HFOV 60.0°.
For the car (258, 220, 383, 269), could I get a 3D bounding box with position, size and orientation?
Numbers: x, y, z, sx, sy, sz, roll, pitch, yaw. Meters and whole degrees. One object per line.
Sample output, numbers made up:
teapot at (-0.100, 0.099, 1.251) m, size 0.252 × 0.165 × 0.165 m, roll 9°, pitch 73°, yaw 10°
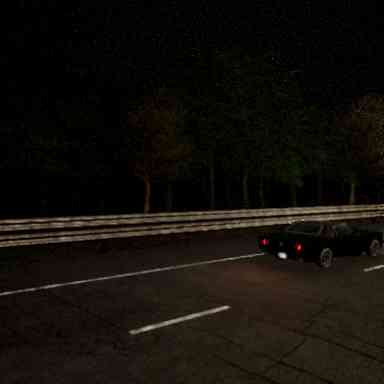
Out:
car at (4.530, 1.616, 11.273) m, size 4.718 × 1.301 × 1.895 m, roll 0°, pitch 0°, yaw -35°
